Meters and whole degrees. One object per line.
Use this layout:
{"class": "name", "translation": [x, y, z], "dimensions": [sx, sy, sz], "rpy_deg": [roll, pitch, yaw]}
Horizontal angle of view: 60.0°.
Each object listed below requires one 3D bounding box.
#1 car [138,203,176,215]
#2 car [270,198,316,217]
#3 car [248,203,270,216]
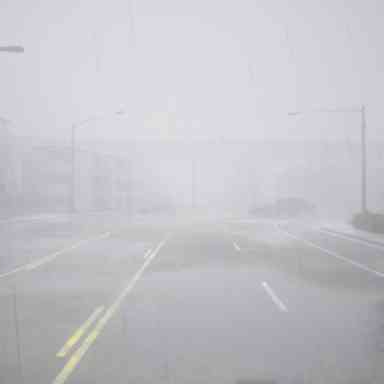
{"class": "car", "translation": [-4.096, 1.978, 39.879], "dimensions": [2.033, 1.411, 5.357], "rpy_deg": [0, -1, 34]}
{"class": "car", "translation": [11.327, 1.618, 36.350], "dimensions": [5.566, 2.045, 2.150], "rpy_deg": [0, -1, -41]}
{"class": "car", "translation": [8.826, 1.967, 38.833], "dimensions": [5.357, 1.411, 2.033], "rpy_deg": [1, -1, -42]}
